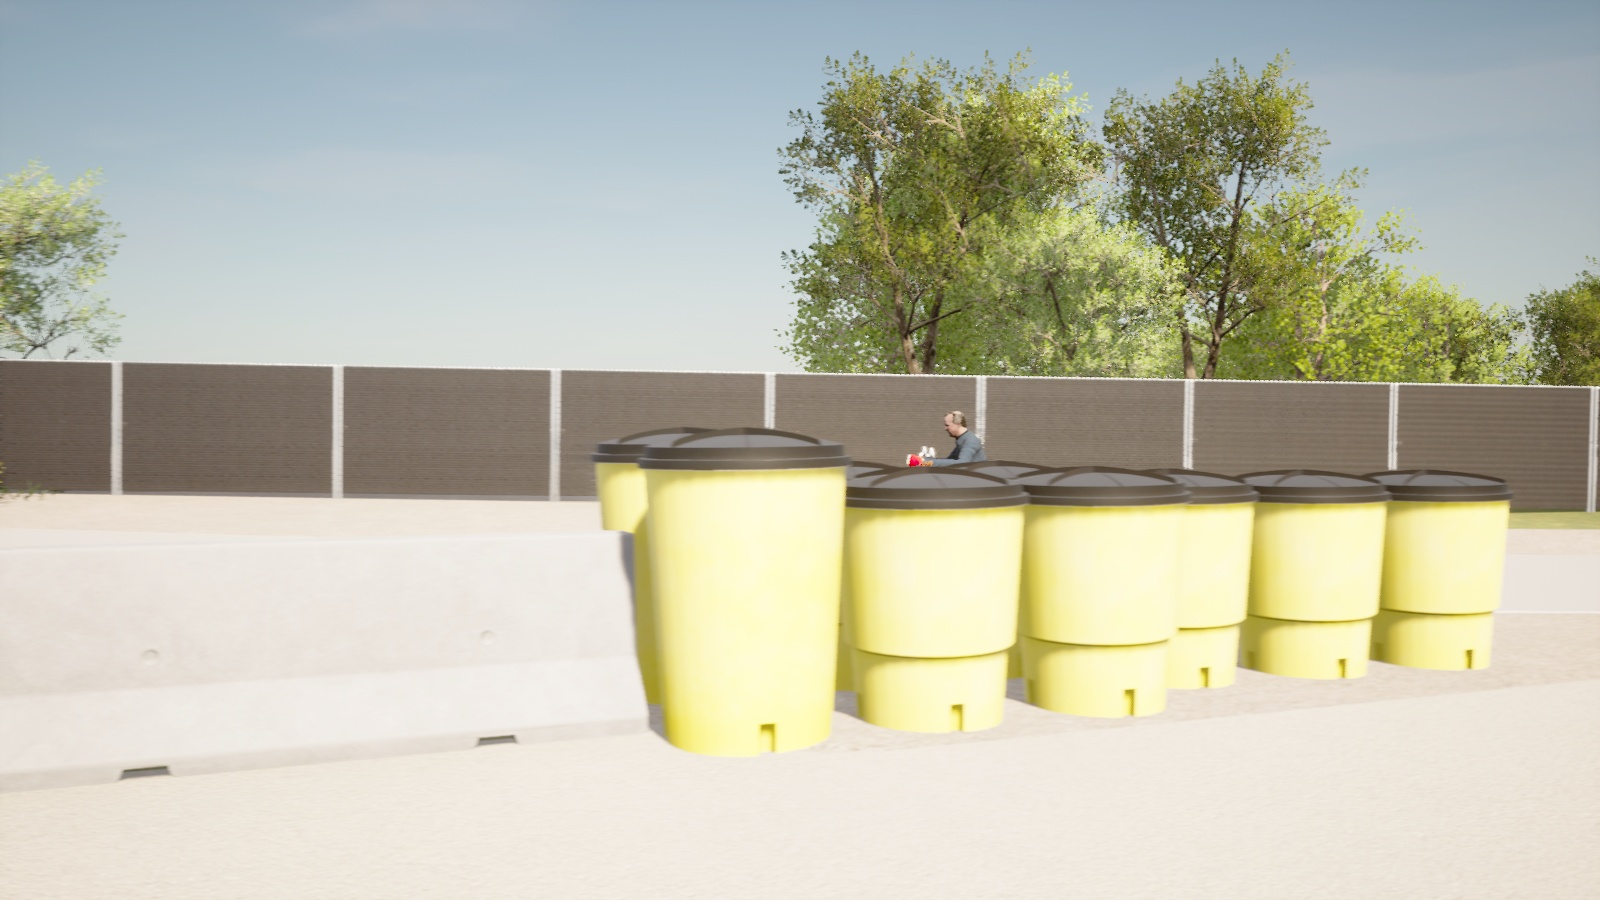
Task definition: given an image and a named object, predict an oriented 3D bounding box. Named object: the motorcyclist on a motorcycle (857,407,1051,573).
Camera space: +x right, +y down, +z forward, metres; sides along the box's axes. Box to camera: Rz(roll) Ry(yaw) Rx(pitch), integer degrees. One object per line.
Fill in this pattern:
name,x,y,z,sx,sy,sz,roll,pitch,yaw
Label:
motorcyclist on a motorcycle,1.500,0.377,12.487,1.817,1.590,0.866,0,1,0
